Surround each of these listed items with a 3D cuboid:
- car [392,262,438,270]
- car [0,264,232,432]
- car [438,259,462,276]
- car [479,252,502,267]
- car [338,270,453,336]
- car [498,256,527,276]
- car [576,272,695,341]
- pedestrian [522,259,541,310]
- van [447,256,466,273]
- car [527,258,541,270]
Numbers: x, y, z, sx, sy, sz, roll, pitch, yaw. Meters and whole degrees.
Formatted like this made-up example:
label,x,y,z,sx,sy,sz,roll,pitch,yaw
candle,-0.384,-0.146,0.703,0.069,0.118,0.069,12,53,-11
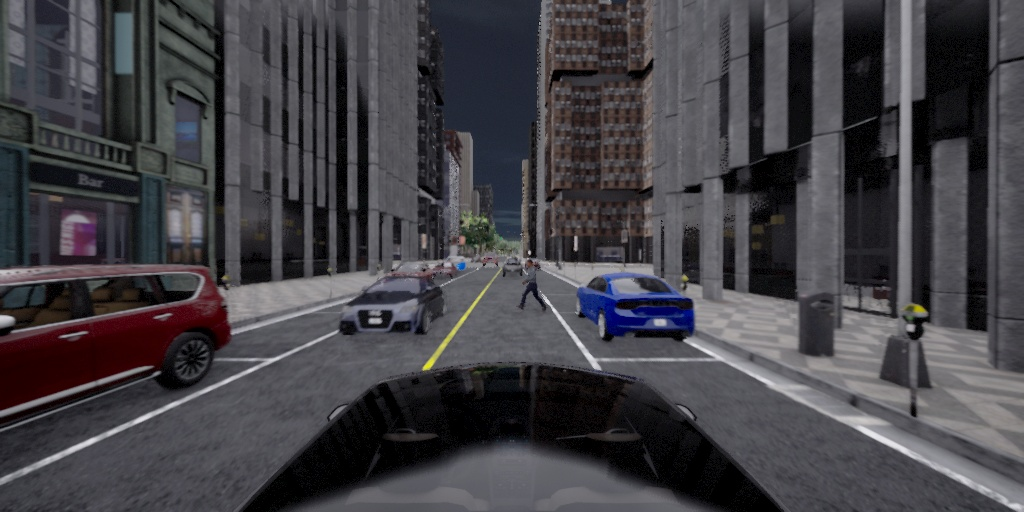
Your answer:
label,x,y,z,sx,sy,sz,roll,pitch,yaw
car,-5.759,1.078,20.399,1.967,1.591,4.097,0,0,0
car,-5.762,1.050,4.076,2.192,1.841,5.009,0,0,0
car,-5.757,1.172,31.278,1.802,1.307,4.207,0,0,0
car,-2.991,0.389,50.948,2.150,2.045,5.566,0,0,0
car,-3.098,1.262,10.102,1.994,1.385,4.181,0,0,0
car,0.082,1.069,34.318,2.128,1.511,4.902,0,0,0
car,3.002,1.178,9.741,1.882,1.535,5.008,0,0,0
pedestrian,0.667,0.978,12.332,0.375,1.860,0.375,0,0,-10
van,-5.756,0.909,36.719,1.690,1.789,3.998,0,0,0
car,2.771,0.963,47.602,1.967,1.591,4.097,0,0,0
